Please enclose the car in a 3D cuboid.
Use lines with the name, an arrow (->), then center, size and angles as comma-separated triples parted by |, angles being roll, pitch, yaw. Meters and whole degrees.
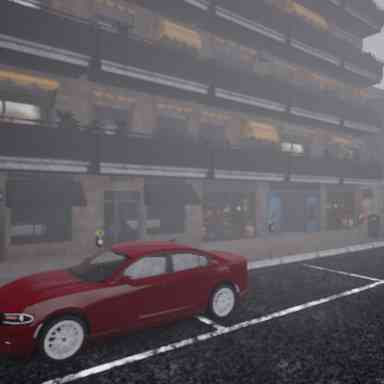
car -> -0.964, 1.571, 5.872 | 4.507, 1.381, 1.887 | 1, 0, -35
